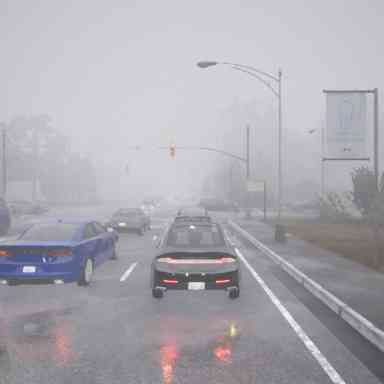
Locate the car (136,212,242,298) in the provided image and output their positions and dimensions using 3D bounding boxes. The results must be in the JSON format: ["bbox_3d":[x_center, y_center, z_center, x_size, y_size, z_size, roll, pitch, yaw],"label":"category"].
[{"bbox_3d":[0.073,1.491,8.468,2.128,1.511,4.902,0,0,0],"label":"car"}]

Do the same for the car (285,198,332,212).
[{"bbox_3d":[13.570,1.526,38.103,4.674,1.442,1.812,0,0,3],"label":"car"}]

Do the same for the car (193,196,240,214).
[{"bbox_3d":[2.732,1.352,34.976,4.553,1.767,2.097,0,0,3],"label":"car"}]

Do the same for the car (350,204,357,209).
[{"bbox_3d":[22.589,1.542,41.133,5.357,1.411,2.033,0,0,3],"label":"car"}]

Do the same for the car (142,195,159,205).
[{"bbox_3d":[-7.278,1.505,56.583,1.837,1.490,4.892,0,0,0],"label":"car"}]

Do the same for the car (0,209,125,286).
[{"bbox_3d":[-3.431,1.478,9.472,1.882,1.535,5.008,0,0,0],"label":"car"}]

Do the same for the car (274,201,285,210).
[{"bbox_3d":[12.852,1.491,41.661,4.902,1.511,2.128,0,0,3],"label":"car"}]

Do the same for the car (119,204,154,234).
[{"bbox_3d":[-3.463,1.564,18.464,1.994,1.385,4.181,0,0,0],"label":"car"}]

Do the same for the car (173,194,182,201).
[{"bbox_3d":[-3.800,1.471,85.277,1.882,1.535,5.008,0,0,0],"label":"car"}]

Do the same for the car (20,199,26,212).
[{"bbox_3d":[-19.166,1.526,32.418,4.674,1.442,1.812,0,0,6],"label":"car"}]

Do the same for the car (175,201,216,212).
[{"bbox_3d":[0.038,1.478,17.964,1.882,1.535,5.008,0,0,0],"label":"car"}]

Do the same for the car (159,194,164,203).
[{"bbox_3d":[-7.261,1.505,65.951,1.837,1.490,4.892,0,0,0],"label":"car"}]

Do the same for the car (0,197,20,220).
[{"bbox_3d":[-10.537,1.221,15.113,2.150,2.045,5.566,0,0,1],"label":"car"}]

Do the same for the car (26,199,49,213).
[{"bbox_3d":[-18.105,1.526,36.367,4.674,1.442,1.812,0,0,0],"label":"car"}]

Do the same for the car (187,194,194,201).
[{"bbox_3d":[-0.302,1.518,85.673,2.128,1.511,4.902,0,0,0],"label":"car"}]
